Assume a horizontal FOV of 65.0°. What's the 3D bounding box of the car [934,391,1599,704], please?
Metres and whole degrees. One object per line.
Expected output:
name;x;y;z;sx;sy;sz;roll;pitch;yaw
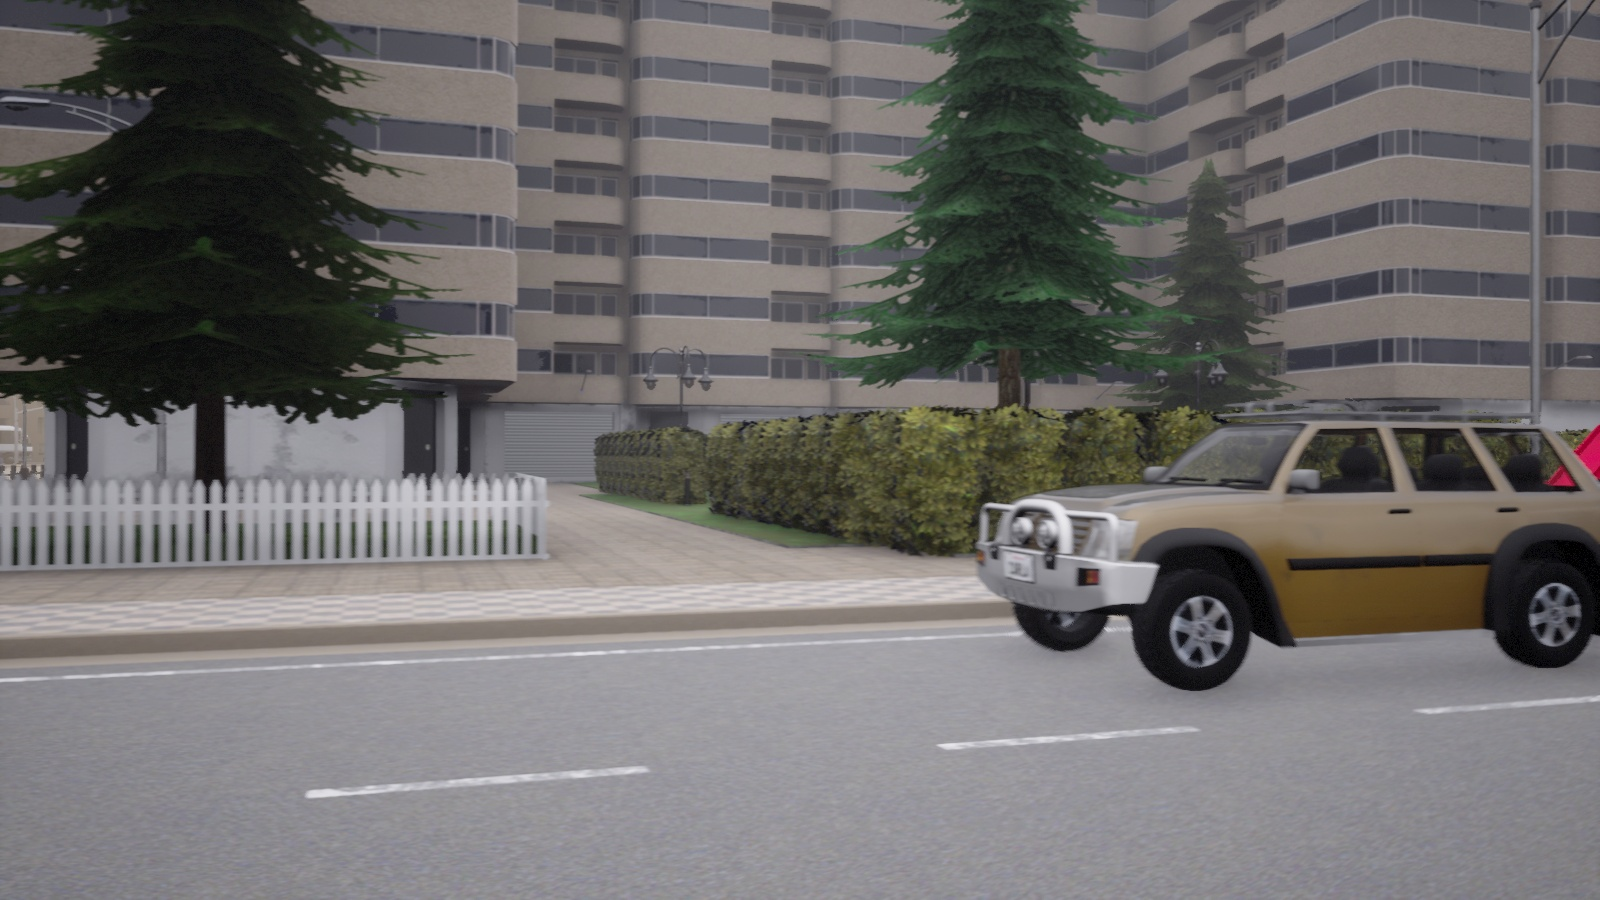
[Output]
car;3.475;0.576;9.043;4.605;1.855;1.932;0;0;-17
